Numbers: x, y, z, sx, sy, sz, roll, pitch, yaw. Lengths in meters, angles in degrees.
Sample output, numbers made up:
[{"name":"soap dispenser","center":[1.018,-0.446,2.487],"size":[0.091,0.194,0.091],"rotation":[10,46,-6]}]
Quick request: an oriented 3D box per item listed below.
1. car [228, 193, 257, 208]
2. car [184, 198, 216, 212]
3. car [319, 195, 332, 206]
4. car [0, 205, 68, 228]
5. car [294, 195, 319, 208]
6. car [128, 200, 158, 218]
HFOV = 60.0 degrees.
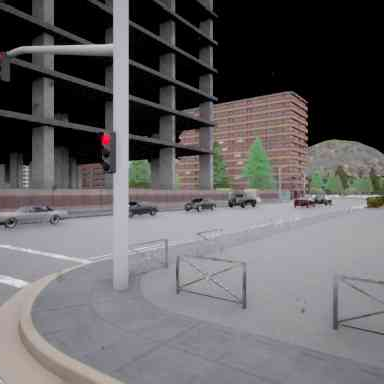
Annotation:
[{"name":"car","center":[7.251,1.166,47.155],"size":[2.150,2.045,5.566],"rotation":[0,0,35]},{"name":"car","center":[1.023,1.449,38.446],"size":[1.837,1.490,4.892],"rotation":[0,0,35]},{"name":"car","center":[21.736,1.297,55.218],"size":[2.097,1.767,4.553],"rotation":[0,0,35]},{"name":"car","center":[-10.755,1.545,21.855],"size":[1.895,1.301,4.718],"rotation":[0,0,35]},{"name":"car","center":[16.033,1.422,47.183],"size":[1.882,1.535,5.008],"rotation":[0,0,35]},{"name":"car","center":[-4.976,1.470,29.984],"size":[1.812,1.442,4.674],"rotation":[0,0,36]}]
